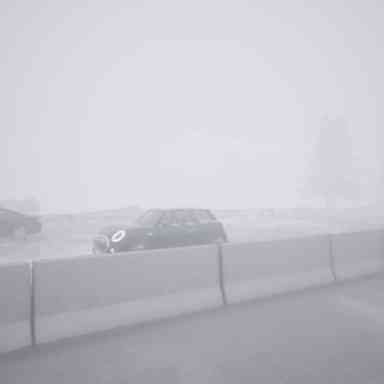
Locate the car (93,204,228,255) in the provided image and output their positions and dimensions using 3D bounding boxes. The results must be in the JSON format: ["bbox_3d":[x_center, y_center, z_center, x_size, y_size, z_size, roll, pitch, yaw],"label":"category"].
[{"bbox_3d":[-1.014,1.310,11.544,4.553,1.767,2.097,0,0,-32],"label":"car"}]

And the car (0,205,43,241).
[{"bbox_3d":[-9.231,1.361,14.484,5.008,1.535,1.882,0,0,-34],"label":"car"}]
